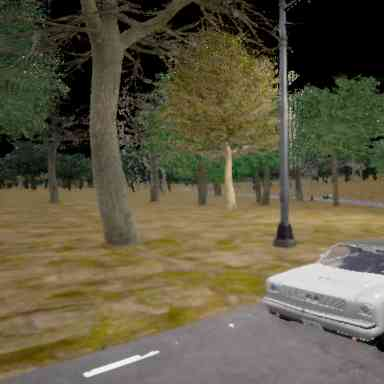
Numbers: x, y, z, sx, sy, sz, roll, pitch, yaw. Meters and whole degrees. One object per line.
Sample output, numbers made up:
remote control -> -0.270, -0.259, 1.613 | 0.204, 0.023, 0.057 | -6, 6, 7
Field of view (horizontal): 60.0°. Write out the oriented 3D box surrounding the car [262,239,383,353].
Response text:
car -> 3.431, 1.639, 6.318 | 4.718, 1.301, 1.895 | 0, -1, -41

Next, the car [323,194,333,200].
car -> 34.512, 1.236, 83.414 | 1.812, 1.442, 4.674 | -3, 1, -7
